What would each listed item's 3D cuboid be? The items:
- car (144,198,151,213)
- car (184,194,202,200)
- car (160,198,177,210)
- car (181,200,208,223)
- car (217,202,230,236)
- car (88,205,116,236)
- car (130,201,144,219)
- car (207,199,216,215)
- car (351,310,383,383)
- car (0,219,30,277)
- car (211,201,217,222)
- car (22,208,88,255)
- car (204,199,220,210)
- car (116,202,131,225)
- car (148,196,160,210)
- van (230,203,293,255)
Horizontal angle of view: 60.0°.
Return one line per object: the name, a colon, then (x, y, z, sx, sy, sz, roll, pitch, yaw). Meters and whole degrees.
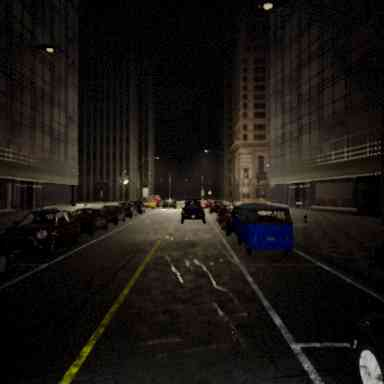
car: (-5.862, 1.640, 34.906, 1.947, 1.339, 4.313, 1, 0, 0)
car: (0.086, 1.338, 44.467, 2.150, 2.045, 5.566, 0, 0, 0)
car: (-3.080, 1.689, 46.060, 1.994, 1.385, 4.181, 0, 0, 0)
car: (0.092, 1.569, 26.054, 1.812, 1.442, 4.674, 0, 0, 0)
car: (2.670, 1.464, 18.527, 1.967, 1.590, 4.097, 1, 0, 0)
car: (-5.856, 1.568, 18.529, 1.887, 1.381, 4.507, 1, 0, 0)
car: (-5.860, 1.605, 29.447, 2.008, 1.369, 4.403, 1, 0, 0)
car: (2.663, 1.657, 34.905, 1.802, 1.307, 4.206, 0, 0, 0)
car: (2.676, 1.552, 2.146, 2.008, 1.369, 4.403, 1, 0, 0)
car: (-5.851, 1.556, 7.610, 2.008, 1.369, 4.403, 1, 0, 0)
car: (2.667, 1.582, 23.986, 1.887, 1.381, 4.507, 1, 0, 0)
car: (-5.852, 1.453, 13.070, 1.967, 1.590, 4.097, 1, 0, 0)
car: (2.659, 1.669, 45.825, 1.887, 1.381, 4.507, 0, 0, 0)
car: (-5.858, 1.619, 23.988, 1.802, 1.307, 4.206, 1, 0, 0)
car: (-5.865, 1.648, 45.654, 1.752, 1.417, 4.829, 0, 0, 0)
van: (2.673, 1.354, 13.067, 1.690, 1.788, 3.998, 1, 0, 0)
